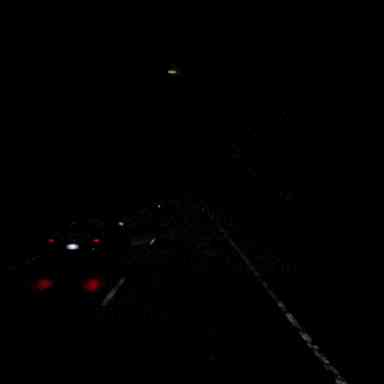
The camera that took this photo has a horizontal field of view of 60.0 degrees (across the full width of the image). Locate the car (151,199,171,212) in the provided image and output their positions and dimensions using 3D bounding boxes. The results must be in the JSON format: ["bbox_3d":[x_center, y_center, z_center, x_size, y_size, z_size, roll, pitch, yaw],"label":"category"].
[{"bbox_3d":[-3.406,1.448,36.738,1.994,1.385,4.181,0,0,0],"label":"car"}]

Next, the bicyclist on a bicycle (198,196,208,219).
[{"bbox_3d":[0.938,1.351,27.050,0.866,1.612,1.509,0,0,0],"label":"bicyclist on a bicycle"}]

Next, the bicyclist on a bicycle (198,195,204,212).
[{"bbox_3d":[0.964,1.257,36.095,0.659,1.776,1.843,0,0,0],"label":"bicyclist on a bicycle"}]

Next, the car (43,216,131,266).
[{"bbox_3d":[-3.401,1.527,11.479,1.994,1.385,4.181,0,0,0],"label":"car"}]

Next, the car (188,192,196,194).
[{"bbox_3d":[-0.005,0.997,73.968,2.150,2.045,5.566,0,0,0],"label":"car"}]

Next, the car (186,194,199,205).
[{"bbox_3d":[0.086,1.396,54.271,1.994,1.385,4.181,0,0,0],"label":"car"}]
